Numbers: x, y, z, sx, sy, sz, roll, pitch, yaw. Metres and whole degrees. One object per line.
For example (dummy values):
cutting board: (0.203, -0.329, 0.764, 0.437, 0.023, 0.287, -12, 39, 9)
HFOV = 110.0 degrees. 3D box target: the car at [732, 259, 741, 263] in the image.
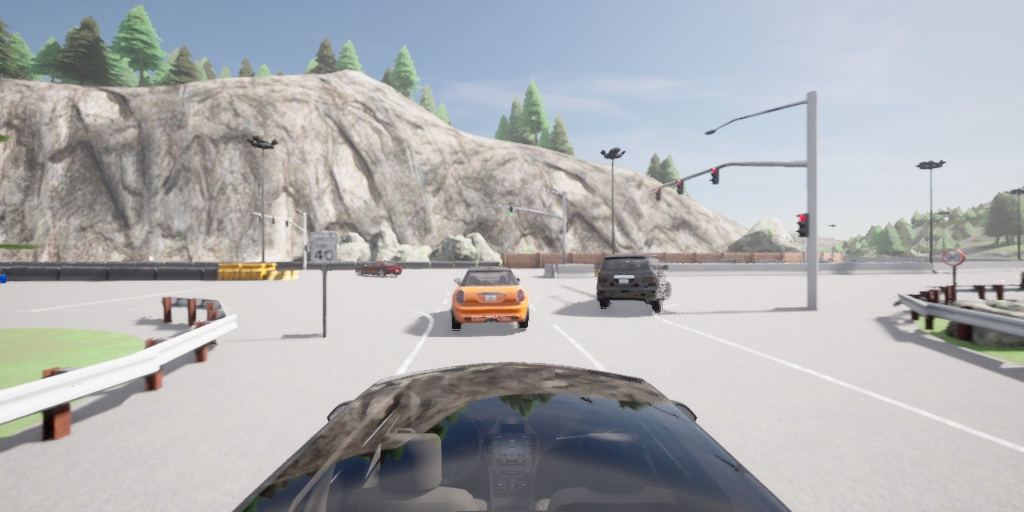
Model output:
car: (31.757, 1.125, 52.824, 4.892, 1.490, 1.837, 0, 0, -7)

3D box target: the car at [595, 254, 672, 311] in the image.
car: (5.025, 0.948, 14.588, 2.150, 2.045, 5.566, -2, -1, 27)

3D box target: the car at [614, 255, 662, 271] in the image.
car: (16.633, 0.876, 47.443, 5.566, 2.045, 2.150, 0, 0, -7)

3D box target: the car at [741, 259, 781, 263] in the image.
car: (35.274, 1.164, 49.728, 5.357, 1.411, 2.033, 0, 0, -7)

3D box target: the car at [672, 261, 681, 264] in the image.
car: (19.061, 1.219, 44.217, 4.181, 1.385, 1.994, 0, 0, -7)

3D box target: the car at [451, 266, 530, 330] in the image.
car: (-0.756, 1.096, 11.332, 2.097, 1.767, 4.553, 0, 0, -6)

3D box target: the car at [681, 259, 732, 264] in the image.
car: (22.255, 1.218, 41.089, 4.181, 1.385, 1.994, 0, 0, -7)

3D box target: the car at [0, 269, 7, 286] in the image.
car: (-32.370, 0.968, 20.003, 5.566, 2.045, 2.150, 0, 0, -7)

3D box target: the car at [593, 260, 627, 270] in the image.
car: (13.860, 1.220, 50.622, 4.181, 1.385, 1.994, 0, 0, -7)

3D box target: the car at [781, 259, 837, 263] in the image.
car: (35.497, 1.104, 42.780, 5.008, 1.535, 1.882, 0, 0, -8)

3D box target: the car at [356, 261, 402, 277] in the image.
car: (-12.935, 1.209, 34.692, 5.008, 1.535, 1.882, 0, -1, 28)

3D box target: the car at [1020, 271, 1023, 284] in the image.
car: (32.781, 1.166, 21.032, 4.892, 1.490, 1.837, 0, 0, -7)
